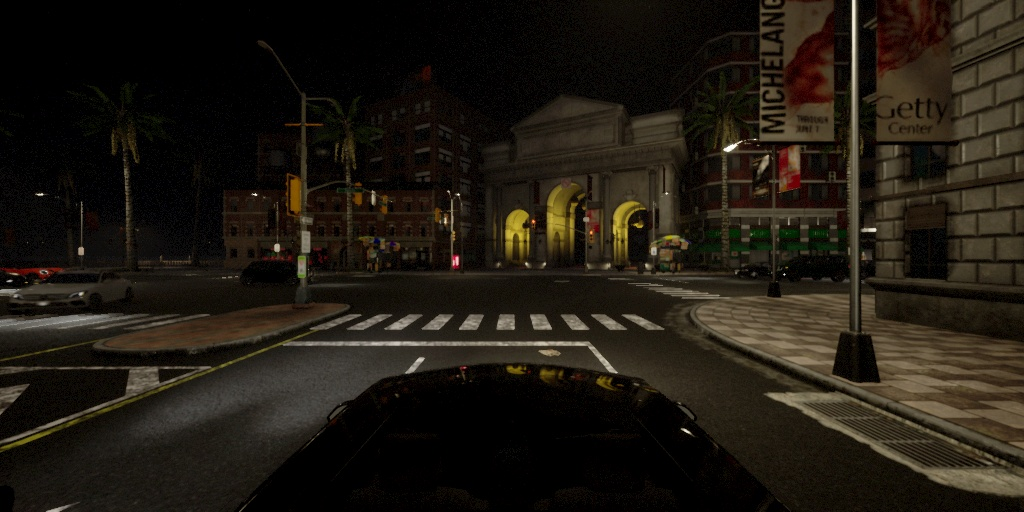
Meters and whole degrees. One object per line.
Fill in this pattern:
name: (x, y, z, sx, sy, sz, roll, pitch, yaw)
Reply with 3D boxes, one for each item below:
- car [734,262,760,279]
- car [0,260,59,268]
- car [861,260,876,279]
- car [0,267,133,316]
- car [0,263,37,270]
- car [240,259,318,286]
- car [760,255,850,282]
car: (22.314, 1.237, 31.724, 4.902, 1.511, 2.128, 0, 0, 0)
car: (-33.323, 1.099, 24.902, 4.553, 1.767, 2.097, 0, 0, 0)
car: (31.291, 1.098, 31.558, 4.553, 1.767, 2.097, 0, 0, 2)
car: (-16.483, 1.274, 13.762, 1.812, 1.442, 4.674, 1, 0, -29)
car: (-31.860, 1.311, 21.379, 4.181, 1.385, 1.994, 0, 0, 1)
car: (-15.966, 1.098, 24.791, 4.553, 1.767, 2.097, 0, 0, 0)
car: (23.289, 0.968, 28.228, 5.566, 2.045, 2.150, 0, 0, 0)
